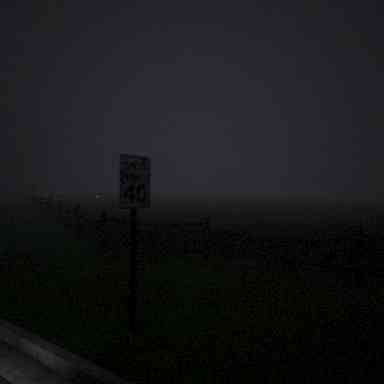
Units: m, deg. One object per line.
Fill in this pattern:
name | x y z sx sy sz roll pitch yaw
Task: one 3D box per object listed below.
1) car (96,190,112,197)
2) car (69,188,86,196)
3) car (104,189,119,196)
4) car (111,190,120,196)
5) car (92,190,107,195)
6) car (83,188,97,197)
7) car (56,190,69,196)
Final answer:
car | -19.350 0.413 76.232 1.837 1.490 4.892 1 1 10
car | -26.149 0.322 77.974 1.812 1.442 4.674 1 1 10
car | -20.947 0.106 87.105 1.882 1.535 5.008 1 1 10
car | -15.906 0.470 75.613 1.837 1.490 4.892 1 1 10
car | -24.393 0.125 87.725 1.994 1.385 4.181 1 1 10
car | -22.722 0.417 77.262 1.994 1.385 4.181 1 1 10
car | -29.684 0.294 78.090 2.033 1.411 5.357 1 1 10
